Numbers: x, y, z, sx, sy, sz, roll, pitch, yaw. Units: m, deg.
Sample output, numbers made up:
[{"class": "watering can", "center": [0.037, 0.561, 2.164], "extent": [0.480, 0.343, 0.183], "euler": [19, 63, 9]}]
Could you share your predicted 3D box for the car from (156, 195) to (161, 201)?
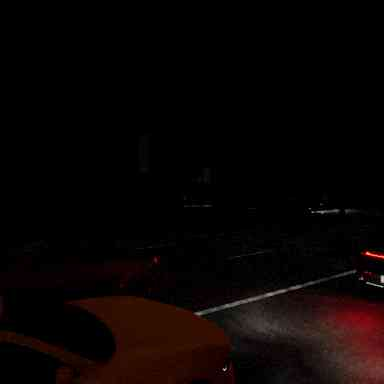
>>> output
[{"class": "car", "center": [-8.780, 1.339, 72.278], "extent": [1.895, 1.301, 4.718], "euler": [-1, 0, -38]}]

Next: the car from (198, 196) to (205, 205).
[{"class": "car", "center": [1.380, 1.366, 53.875], "extent": [1.895, 1.301, 4.718], "euler": [-1, 0, -39]}]

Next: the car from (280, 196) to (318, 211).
[{"class": "car", "center": [10.658, 1.333, 36.767], "extent": [2.033, 1.411, 5.357], "euler": [-1, 0, -39]}]

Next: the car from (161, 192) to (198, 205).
[{"class": "car", "center": [-2.046, 1.017, 52.546], "extent": [2.150, 2.045, 5.566], "euler": [-1, 0, -39]}]

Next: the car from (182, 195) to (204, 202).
[{"class": "car", "center": [0.073, 1.308, 66.972], "extent": [1.895, 1.301, 4.718], "euler": [-1, 0, -39]}]

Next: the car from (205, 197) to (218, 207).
[{"class": "car", "center": [4.508, 1.268, 44.401], "extent": [1.882, 1.535, 5.008], "euler": [-1, 0, -39]}]

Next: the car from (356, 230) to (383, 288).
[{"class": "car", "center": [5.825, 1.468, 7.922], "extent": [4.892, 1.490, 1.837], "euler": [0, 0, -36]}]

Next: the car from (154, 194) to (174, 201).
[{"class": "car", "center": [-6.278, 1.238, 74.749], "extent": [2.128, 1.511, 4.902], "euler": [-1, 0, -38]}]

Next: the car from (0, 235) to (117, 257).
[{"class": "car", "center": [-2.690, 1.562, 6.374], "extent": [4.181, 1.385, 1.994], "euler": [0, 0, -36]}]

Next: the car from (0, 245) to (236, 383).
[{"class": "car", "center": [-1.879, 1.478, 2.388], "extent": [5.008, 1.535, 1.882], "euler": [0, 0, -36]}]

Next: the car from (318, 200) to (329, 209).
[{"class": "car", "center": [13.472, 1.260, 38.854], "extent": [1.837, 1.490, 4.892], "euler": [-1, 0, -39]}]
